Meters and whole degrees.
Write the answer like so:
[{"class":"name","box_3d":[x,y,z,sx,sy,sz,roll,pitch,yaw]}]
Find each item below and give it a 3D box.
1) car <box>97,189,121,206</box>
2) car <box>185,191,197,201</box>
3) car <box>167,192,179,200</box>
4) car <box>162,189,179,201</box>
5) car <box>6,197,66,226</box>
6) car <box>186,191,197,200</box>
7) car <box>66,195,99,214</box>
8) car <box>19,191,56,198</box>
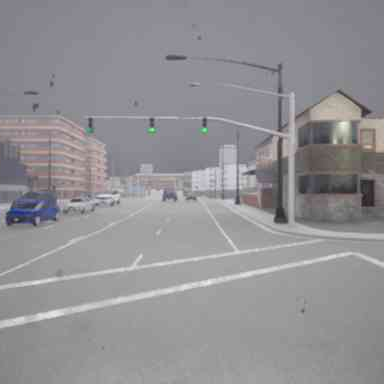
[{"class":"car","box_3d":[-10.651,0.655,42.453,2.150,2.045,5.566,0,1,0]},{"class":"car","box_3d":[-0.149,0.871,55.412,1.895,1.301,4.718,0,0,0]},{"class":"car","box_3d":[-3.677,0.803,65.384,2.128,1.511,4.902,0,-1,0]},{"class":"car","box_3d":[-3.646,0.492,54.690,2.150,2.045,5.566,0,0,0]},{"class":"car","box_3d":[-10.655,1.360,22.655,1.882,1.535,5.008,0,1,0]},{"class":"car","box_3d":[-0.177,0.671,65.366,2.097,1.767,4.553,0,-1,0]},{"class":"car","box_3d":[-10.673,1.238,31.739,1.812,1.442,4.674,0,1,0]},{"class":"car","box_3d":[-14.170,0.963,30.317,2.150,2.045,5.566,0,1,0]}]
